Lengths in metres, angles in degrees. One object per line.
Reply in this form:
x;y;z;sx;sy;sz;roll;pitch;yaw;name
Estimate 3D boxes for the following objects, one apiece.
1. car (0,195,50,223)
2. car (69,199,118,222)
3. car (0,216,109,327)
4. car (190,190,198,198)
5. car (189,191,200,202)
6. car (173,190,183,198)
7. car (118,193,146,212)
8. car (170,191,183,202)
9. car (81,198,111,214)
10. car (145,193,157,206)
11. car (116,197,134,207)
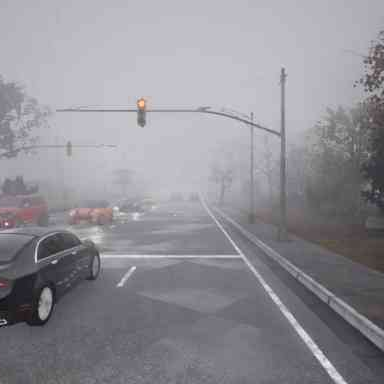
-10.516;1.223;19.803;2.150;2.045;5.566;0;0;0;car
-6.991;1.351;23.505;2.097;1.767;4.553;0;0;0;car
-3.377;1.505;7.034;1.837;1.490;4.892;0;0;0;car
0.440;0.455;74.285;1.882;1.535;5.008;0;3;0;car
0.473;1.004;63.918;2.128;1.511;4.902;0;3;0;car
-3.054;0.445;74.496;1.882;1.535;5.008;0;3;0;car
-6.897;1.351;38.003;2.097;1.767;4.553;0;0;0;car
-3.026;0.839;64.445;2.097;1.767;4.553;0;3;0;car
-10.408;1.477;36.399;1.882;1.535;5.008;0;0;0;car
-6.780;1.397;54.245;1.882;1.535;5.008;0;1;1;car
-10.304;1.501;51.432;1.812;1.442;4.674;0;1;1;car
